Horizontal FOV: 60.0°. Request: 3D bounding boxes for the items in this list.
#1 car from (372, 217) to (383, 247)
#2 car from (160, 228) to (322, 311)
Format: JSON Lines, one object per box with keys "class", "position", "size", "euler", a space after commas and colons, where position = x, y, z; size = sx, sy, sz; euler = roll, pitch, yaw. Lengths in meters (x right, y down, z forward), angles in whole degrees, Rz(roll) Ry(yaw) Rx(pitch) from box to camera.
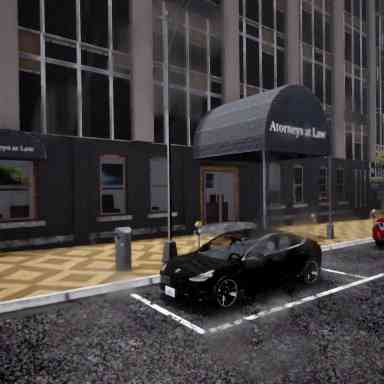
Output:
{"class": "car", "position": [9.590, 1.309, 13.988], "size": [5.009, 1.841, 2.192], "euler": [0, -1, -37]}
{"class": "car", "position": [1.309, 1.564, 7.792], "size": [4.313, 1.339, 1.947], "euler": [0, -1, -37]}
